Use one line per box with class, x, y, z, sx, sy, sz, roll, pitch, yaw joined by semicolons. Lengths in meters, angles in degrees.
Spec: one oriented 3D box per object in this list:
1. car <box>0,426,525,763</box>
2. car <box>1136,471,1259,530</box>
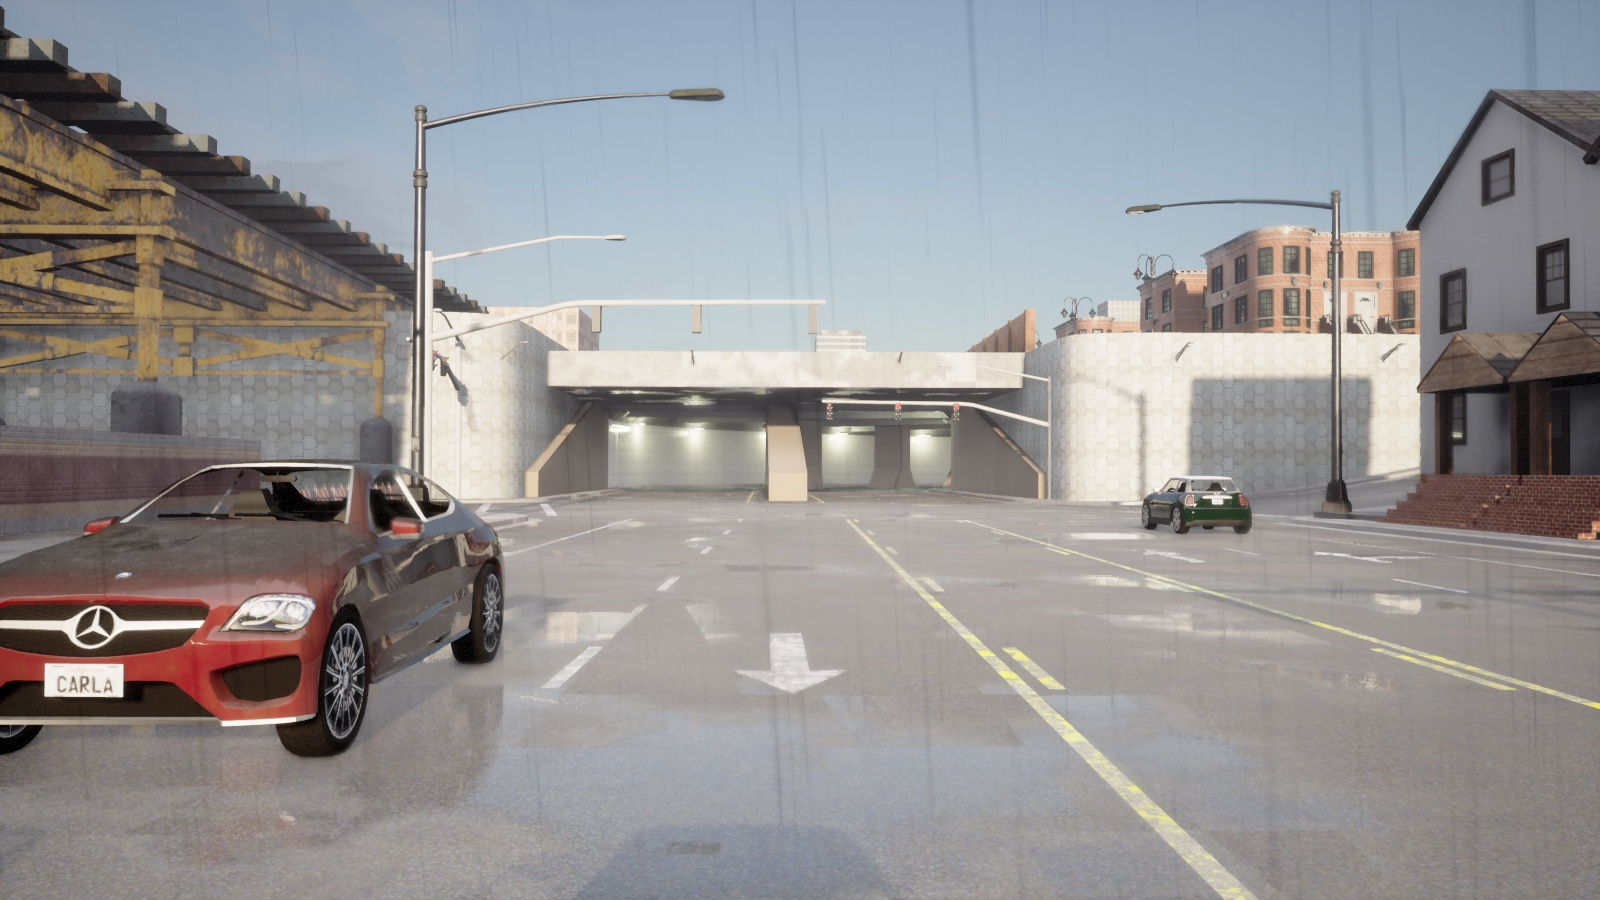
car;-3.521;0.753;8.692;2.152;1.651;5.027;0;-1;0
car;10.448;1.296;33.317;1.970;1.475;3.806;0;-1;-1
